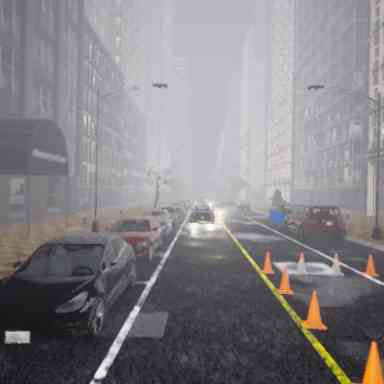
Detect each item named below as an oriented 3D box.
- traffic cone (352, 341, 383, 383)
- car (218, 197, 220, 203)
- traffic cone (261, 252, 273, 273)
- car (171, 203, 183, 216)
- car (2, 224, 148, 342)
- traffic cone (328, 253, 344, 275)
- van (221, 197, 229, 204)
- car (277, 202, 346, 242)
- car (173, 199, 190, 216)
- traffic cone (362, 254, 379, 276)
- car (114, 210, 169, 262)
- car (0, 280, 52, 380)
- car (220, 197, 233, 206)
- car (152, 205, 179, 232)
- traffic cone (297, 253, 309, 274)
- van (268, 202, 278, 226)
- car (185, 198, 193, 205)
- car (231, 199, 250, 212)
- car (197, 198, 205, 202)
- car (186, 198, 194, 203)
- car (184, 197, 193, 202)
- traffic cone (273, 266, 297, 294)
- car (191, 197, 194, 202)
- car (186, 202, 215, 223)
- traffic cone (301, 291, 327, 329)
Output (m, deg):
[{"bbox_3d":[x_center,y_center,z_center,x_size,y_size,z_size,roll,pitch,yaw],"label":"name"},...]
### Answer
[{"bbox_3d":[2.096,2.023,3.836,0.340,0.580,0.340,1,0,1],"label":"traffic cone"},{"bbox_3d":[7.728,1.966,74.583,2.192,1.841,5.009,1,0,1],"label":"car"},{"bbox_3d":[2.238,2.066,9.834,0.340,0.580,0.340,1,0,1],"label":"traffic cone"},{"bbox_3d":[-1.854,1.707,23.641,1.802,1.307,4.206,1,0,1],"label":"car"},{"bbox_3d":[-2.254,1.568,6.595,1.947,1.339,4.313,1,0,1],"label":"car"},{"bbox_3d":[4.237,2.104,9.787,0.340,0.580,0.340,1,0,1],"label":"traffic cone"},{"bbox_3d":[7.861,2.033,80.264,1.690,1.788,3.998,1,0,1],"label":"van"},{"bbox_3d":[6.392,1.559,17.763,2.192,1.841,5.009,1,0,1],"label":"car"},{"bbox_3d":[-1.587,1.758,35.005,2.008,1.369,4.403,1,0,1],"label":"car"},{"bbox_3d":[5.236,2.123,9.763,0.340,0.580,0.340,1,0,1],"label":"traffic cone"},{"bbox_3d":[-2.120,1.588,12.277,1.887,1.381,4.507,1,0,1],"label":"car"},{"bbox_3d":[-2.388,1.512,0.913,2.008,1.369,4.403,1,0,1],"label":"car"},{"bbox_3d":[7.594,1.926,68.900,2.192,1.841,5.009,1,0,1],"label":"car"},{"bbox_3d":[-1.988,1.635,17.959,2.008,1.369,4.403,1,0,1],"label":"car"},{"bbox_3d":[3.237,2.085,9.810,0.340,0.580,0.340,1,0,1],"label":"traffic cone"},{"bbox_3d":[6.525,1.626,23.444,1.690,1.788,3.998,1,0,1],"label":"van"},{"bbox_3d":[-0.655,2.016,74.609,1.752,1.417,4.829,1,0,1],"label":"car"},{"bbox_3d":[7.058,1.999,46.170,2.008,1.369,4.403,1,0,1],"label":"car"},{"bbox_3d":[2.093,2.105,76.752,2.033,1.411,5.357,1,0,1],"label":"car"},{"bbox_3d":[-0.384,2.138,86.142,1.947,1.339,4.313,1,0,1],"label":"car"},{"bbox_3d":[-1.319,1.839,46.368,2.008,1.369,4.403,1,0,1],"label":"car"},{"bbox_3d":[2.191,2.052,7.835,0.340,0.580,0.340,1,0,1],"label":"traffic cone"},{"bbox_3d":[-1.052,1.952,57.732,1.802,1.307,4.206,1,0,1],"label":"car"},{"bbox_3d":[0.832,1.765,27.210,1.994,1.385,4.181,1,0,1],"label":"car"},{"bbox_3d":[2.143,2.037,5.835,0.340,0.580,0.340,1,0,1],"label":"traffic cone"}]
